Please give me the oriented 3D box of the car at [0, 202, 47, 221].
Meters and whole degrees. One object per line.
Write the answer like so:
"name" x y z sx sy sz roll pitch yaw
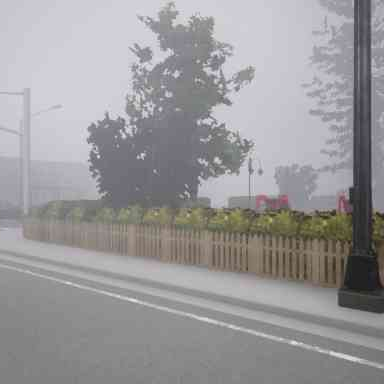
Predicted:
"car" -13.698 1.491 24.365 2.128 1.511 4.902 0 0 35
